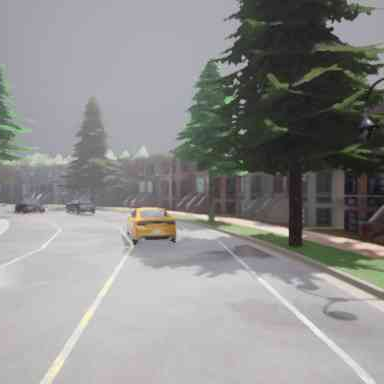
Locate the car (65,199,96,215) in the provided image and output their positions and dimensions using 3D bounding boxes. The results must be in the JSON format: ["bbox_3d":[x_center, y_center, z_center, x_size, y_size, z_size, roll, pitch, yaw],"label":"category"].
[{"bbox_3d":[-11.512,1.499,34.144,2.128,1.511,4.902,0,0,-38],"label":"car"}]

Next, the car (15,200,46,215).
[{"bbox_3d":[-16.856,1.571,34.624,1.994,1.385,4.181,0,0,-45],"label":"car"}]

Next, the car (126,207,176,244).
[{"bbox_3d":[-2.065,1.481,16.073,1.882,1.535,5.008,0,0,-15],"label":"car"}]
